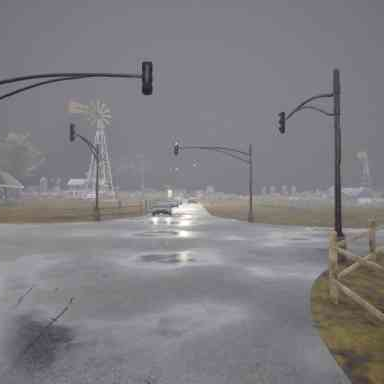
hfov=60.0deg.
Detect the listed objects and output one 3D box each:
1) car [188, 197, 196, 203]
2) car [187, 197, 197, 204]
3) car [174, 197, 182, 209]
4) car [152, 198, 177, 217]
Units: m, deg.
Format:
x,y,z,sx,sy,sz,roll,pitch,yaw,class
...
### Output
x,y,z,sx,sy,sz,roll,pitch,yaw,class
-0.035,1.859,79.154,1.812,1.442,4.674,0,0,0,car
0.062,1.788,69.141,1.812,1.442,4.674,0,0,0,car
-2.873,1.698,47.827,1.994,1.385,4.181,0,0,0,car
-2.816,1.614,32.554,2.033,1.411,5.357,0,0,-1,car
